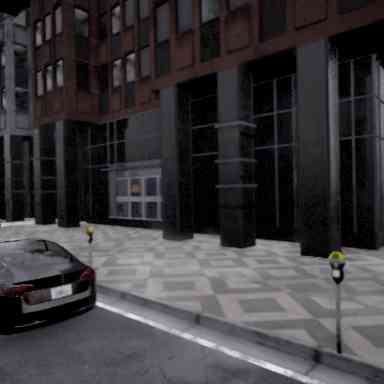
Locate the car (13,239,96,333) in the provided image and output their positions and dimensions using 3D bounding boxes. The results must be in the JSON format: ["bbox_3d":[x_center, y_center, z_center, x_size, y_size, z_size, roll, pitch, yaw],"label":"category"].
[{"bbox_3d":[-3.581,1.591,6.480,4.313,1.339,1.947,-1,0,41],"label":"car"}]

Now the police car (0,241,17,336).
[{"bbox_3d":[-4.795,1.480,5.008,5.238,1.638,1.930,-1,0,41],"label":"police car"}]
